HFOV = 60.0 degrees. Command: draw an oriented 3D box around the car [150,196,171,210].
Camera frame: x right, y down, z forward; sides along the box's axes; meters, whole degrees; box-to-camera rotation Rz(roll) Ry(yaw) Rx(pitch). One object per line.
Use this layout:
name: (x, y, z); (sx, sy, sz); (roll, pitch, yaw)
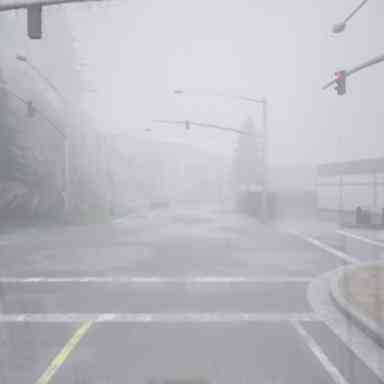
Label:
car: (-3.541, 1.226, 38.020); (1.882, 1.535, 5.008); (0, 0, 2)
